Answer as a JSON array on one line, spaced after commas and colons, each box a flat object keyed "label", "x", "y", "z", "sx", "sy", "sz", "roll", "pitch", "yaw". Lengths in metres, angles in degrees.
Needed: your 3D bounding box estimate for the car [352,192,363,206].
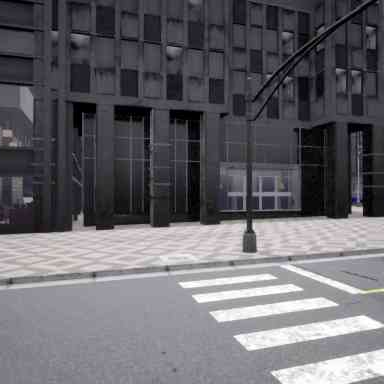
[{"label": "car", "x": 22.972, "y": 0.976, "z": 47.691, "sx": 2.150, "sy": 2.045, "sz": 5.566, "roll": 0, "pitch": 0, "yaw": -17}]
